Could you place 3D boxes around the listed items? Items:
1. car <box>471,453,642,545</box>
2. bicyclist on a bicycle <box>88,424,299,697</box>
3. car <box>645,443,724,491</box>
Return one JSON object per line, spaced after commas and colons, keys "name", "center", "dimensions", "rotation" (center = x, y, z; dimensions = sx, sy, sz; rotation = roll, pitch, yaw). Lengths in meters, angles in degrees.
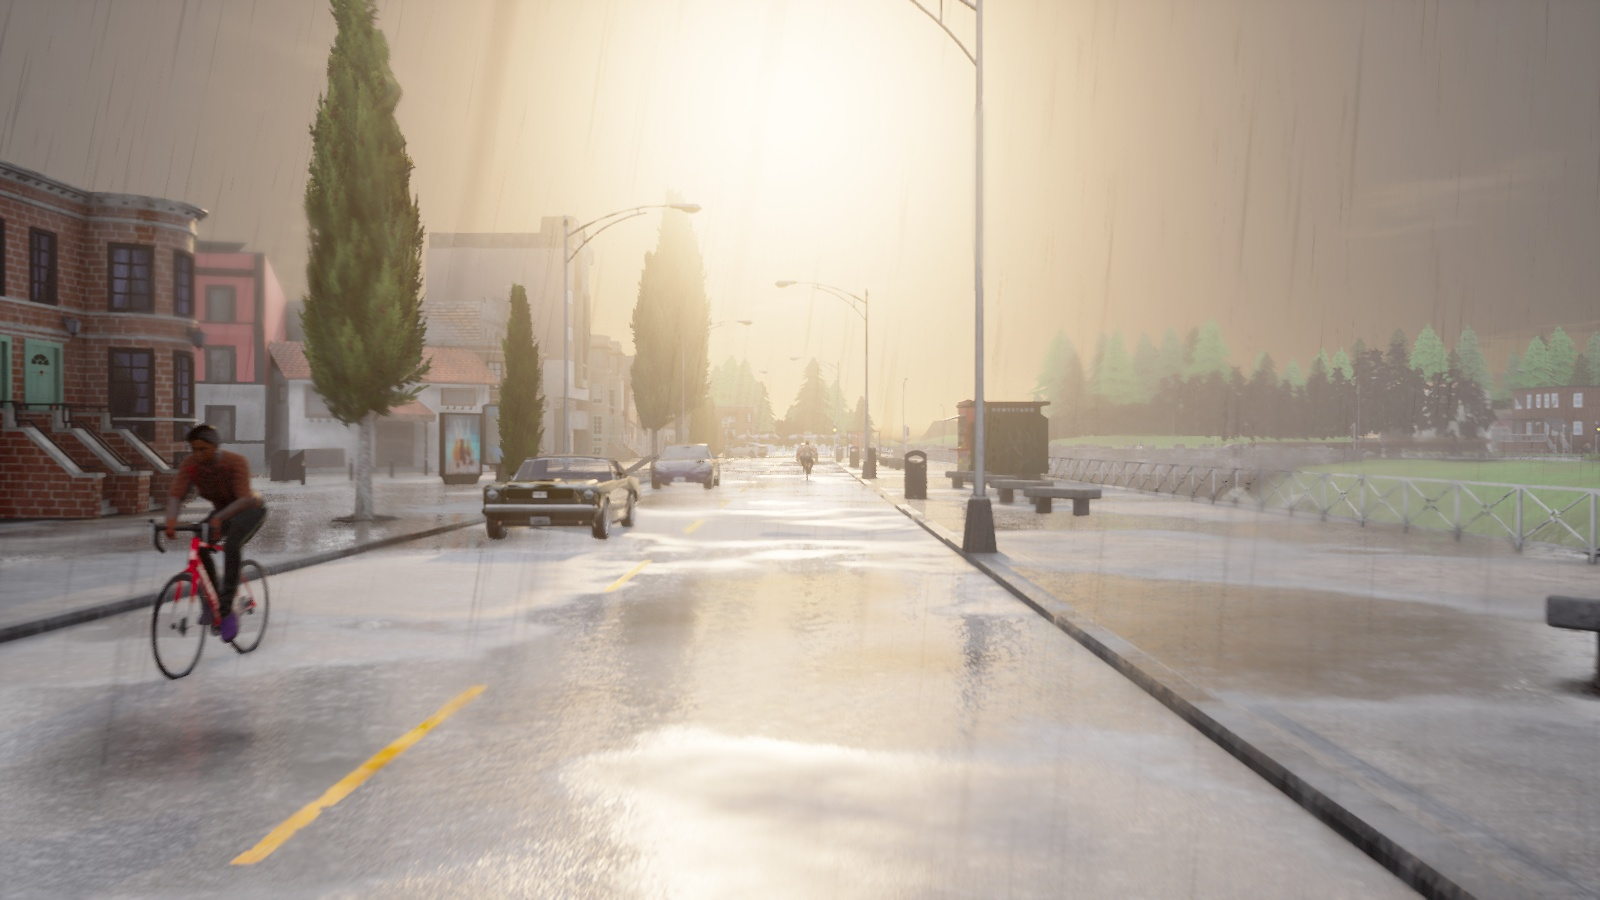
{"name": "car", "center": [-3.869, 0.727, 20.797], "dimensions": [1.895, 1.301, 4.718], "rotation": [0, 0, 0]}
{"name": "bicyclist on a bicycle", "center": [-3.938, 0.649, 8.297], "dimensions": [0.582, 1.620, 1.656], "rotation": [0, 1, 0]}
{"name": "car", "center": [-3.754, 0.509, 41.583], "dimensions": [2.163, 1.488, 4.792], "rotation": [0, 0, 0]}
